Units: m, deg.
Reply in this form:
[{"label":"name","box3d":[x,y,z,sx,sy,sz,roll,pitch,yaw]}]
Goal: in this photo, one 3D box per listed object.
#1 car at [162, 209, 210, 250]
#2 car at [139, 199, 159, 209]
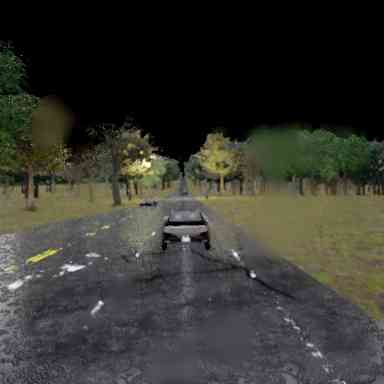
[{"label":"car","box3d":[-0.274,1.482,14.319,2.128,1.511,4.902,-1,0,-1]},{"label":"car","box3d":[-6.062,1.606,46.767,1.895,1.301,4.718,-1,0,7]}]
